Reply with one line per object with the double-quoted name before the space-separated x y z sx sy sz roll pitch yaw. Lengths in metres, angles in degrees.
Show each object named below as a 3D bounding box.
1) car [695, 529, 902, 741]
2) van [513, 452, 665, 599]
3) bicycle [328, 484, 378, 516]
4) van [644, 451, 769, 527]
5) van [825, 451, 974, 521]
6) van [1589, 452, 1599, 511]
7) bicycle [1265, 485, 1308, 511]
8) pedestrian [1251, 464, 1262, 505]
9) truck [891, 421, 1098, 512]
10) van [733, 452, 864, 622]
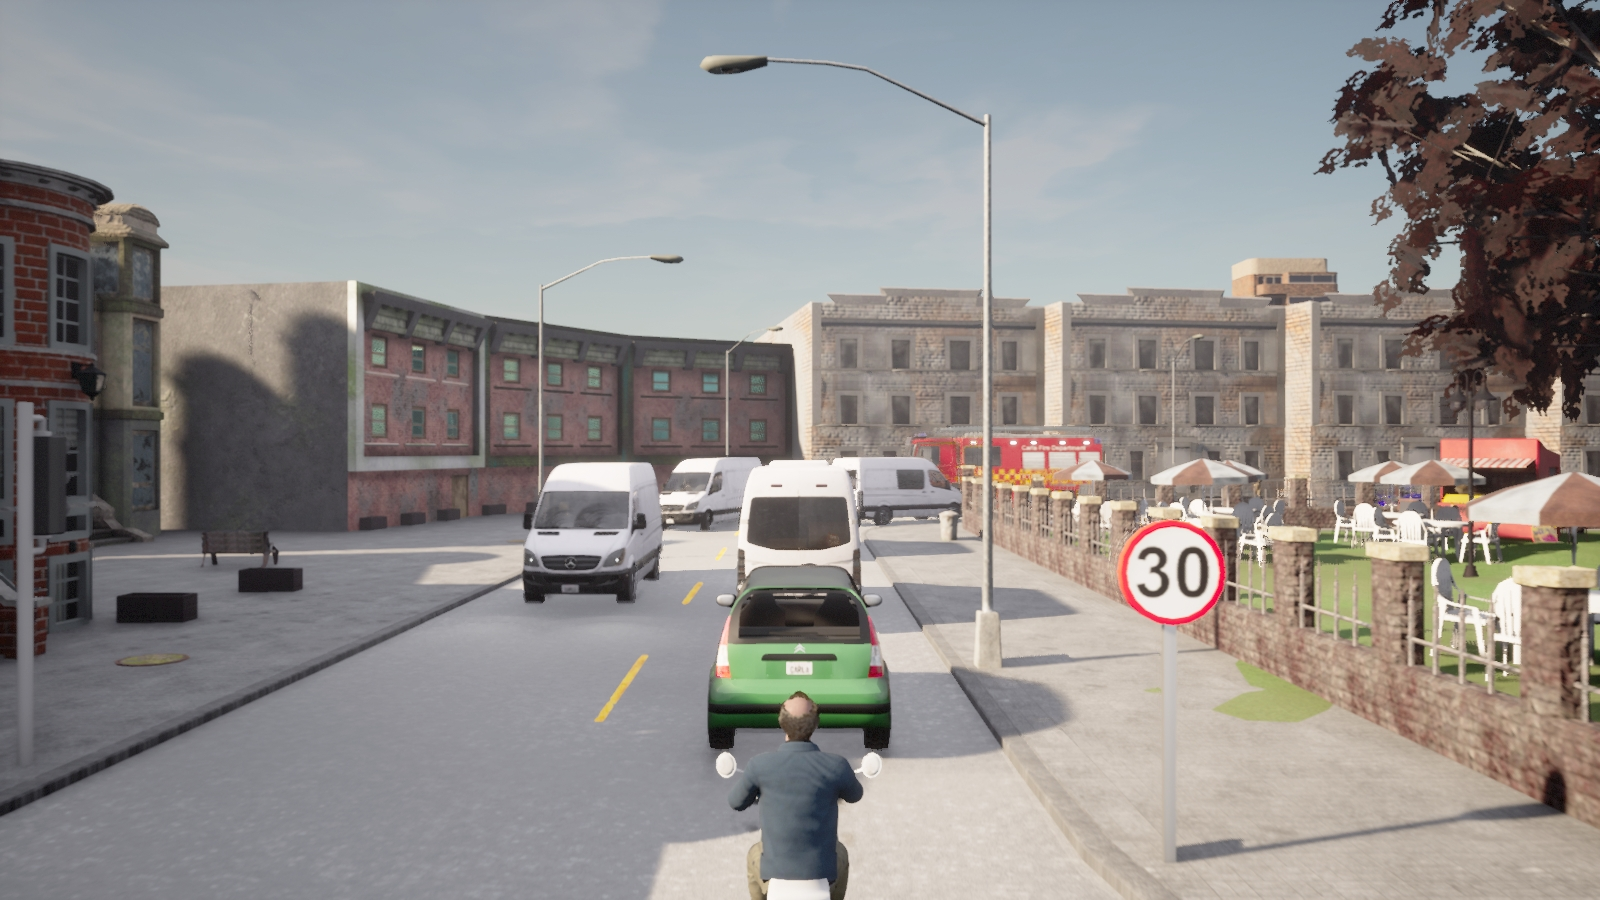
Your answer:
"car" -0.012 1.790 12.201 1.851 1.617 3.988 0 0 0
"van" -4.043 1.332 22.942 1.988 2.561 5.915 0 0 0
"bicycle" -17.716 1.975 45.303 1.835 1.271 0.329 0 0 0
"van" -3.303 1.348 41.900 1.988 2.561 5.915 -1 0 24
"van" 3.948 1.350 44.571 5.915 2.561 1.988 0 -1 -37
"van" 37.697 1.351 49.337 5.915 2.561 1.988 0 0 0
"bicycle" 20.974 2.074 49.306 1.487 1.080 0.859 0 0 0
"pedestrian" 20.889 1.562 52.287 0.375 1.860 0.375 0 0 -3
"truck" 8.314 0.708 49.514 8.468 3.827 2.891 0 0 0
"van" -0.020 1.331 20.341 1.988 2.561 5.915 0 0 0
